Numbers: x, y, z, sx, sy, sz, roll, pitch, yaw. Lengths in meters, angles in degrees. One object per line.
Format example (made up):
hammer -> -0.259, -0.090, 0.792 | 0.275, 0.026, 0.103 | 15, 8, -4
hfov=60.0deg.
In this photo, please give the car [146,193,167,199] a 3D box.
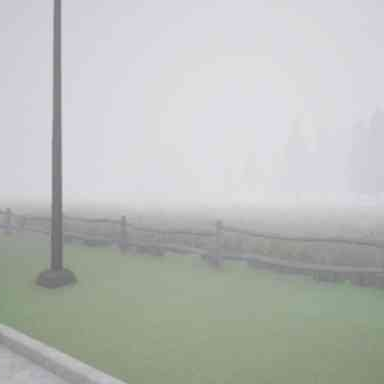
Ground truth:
car -> -7.545, 1.038, 71.458 | 4.605, 1.855, 1.932 | 0, 0, 35
